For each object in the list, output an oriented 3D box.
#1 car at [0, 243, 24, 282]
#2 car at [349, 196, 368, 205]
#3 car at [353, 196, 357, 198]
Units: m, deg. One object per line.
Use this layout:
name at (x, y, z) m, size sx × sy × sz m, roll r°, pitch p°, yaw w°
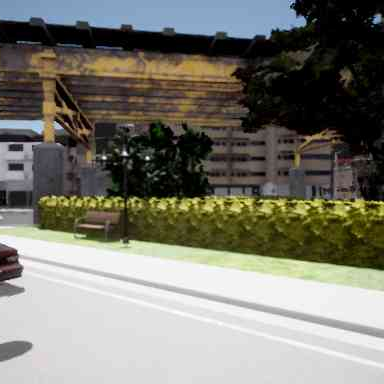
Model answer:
car at (-6.425, 1.575, 8.524) m, size 5.357 × 1.411 × 2.033 m, roll 0°, pitch 0°, yaw 36°
car at (26.581, 1.317, 53.117) m, size 1.853 × 1.218 × 4.536 m, roll 0°, pitch 0°, yaw 16°
car at (26.568, 1.474, 53.067) m, size 2.038 × 1.542 × 4.974 m, roll 0°, pitch 0°, yaw 16°
